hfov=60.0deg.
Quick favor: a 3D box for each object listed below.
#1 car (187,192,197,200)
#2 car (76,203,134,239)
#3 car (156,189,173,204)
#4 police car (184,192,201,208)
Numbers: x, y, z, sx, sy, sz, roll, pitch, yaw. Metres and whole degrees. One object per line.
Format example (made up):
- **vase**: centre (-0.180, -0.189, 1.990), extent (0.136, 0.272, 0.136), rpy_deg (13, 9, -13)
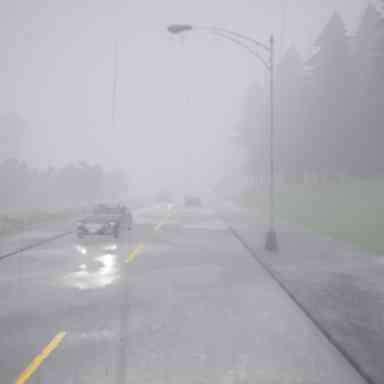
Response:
- **car**: centre (0.021, 0.793, 67.300), extent (1.882, 1.535, 5.008), rpy_deg (0, 0, 0)
- **car**: centre (-4.085, 1.316, 16.234), extent (2.128, 1.511, 4.902), rpy_deg (0, 1, 0)
- **car**: centre (-3.996, 0.689, 49.497), extent (2.150, 2.045, 5.566), rpy_deg (0, 2, 0)
- **police car**: centre (0.109, 0.992, 40.331), extent (1.930, 1.638, 5.238), rpy_deg (0, 1, 0)
